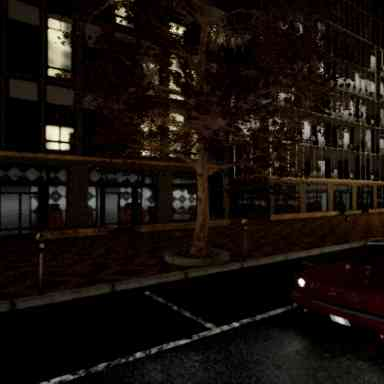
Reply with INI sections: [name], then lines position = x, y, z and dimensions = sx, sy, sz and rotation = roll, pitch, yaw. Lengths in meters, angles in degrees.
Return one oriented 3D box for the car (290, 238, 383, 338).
[car]
position = 3.994, 1.596, 6.241
dimensions = 4.718, 1.301, 1.895
rotation = 0, 0, -36
